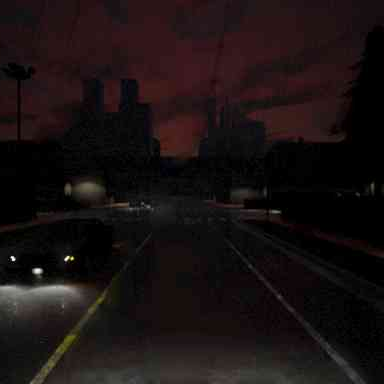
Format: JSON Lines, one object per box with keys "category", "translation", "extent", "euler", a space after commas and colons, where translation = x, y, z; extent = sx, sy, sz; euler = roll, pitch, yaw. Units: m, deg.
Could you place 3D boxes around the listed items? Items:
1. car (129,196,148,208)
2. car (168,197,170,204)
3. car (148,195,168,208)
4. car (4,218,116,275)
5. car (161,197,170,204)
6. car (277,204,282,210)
{"category": "car", "translation": [-9.147, 1.783, 55.482], "extent": [2.128, 1.511, 4.902], "euler": [0, 0, 0]}
{"category": "car", "translation": [-5.785, 1.861, 64.394], "extent": [1.812, 1.442, 4.674], "euler": [0, 0, -1]}
{"category": "car", "translation": [-5.583, 1.643, 55.379], "extent": [2.097, 1.767, 4.553], "euler": [0, 0, -2]}
{"category": "car", "translation": [-3.889, 1.603, 10.986], "extent": [2.033, 1.411, 5.357], "euler": [0, 0, 0]}
{"category": "car", "translation": [-6.063, 1.898, 77.002], "extent": [1.837, 1.490, 4.892], "euler": [0, 0, -1]}
{"category": "car", "translation": [13.956, 1.839, 44.906], "extent": [4.718, 1.301, 1.895], "euler": [0, 0, -2]}
